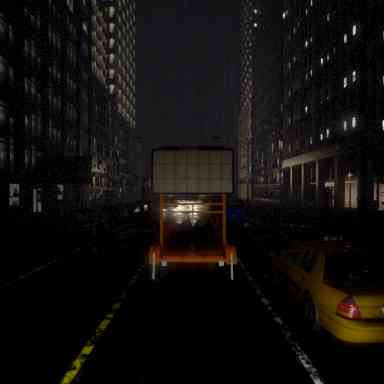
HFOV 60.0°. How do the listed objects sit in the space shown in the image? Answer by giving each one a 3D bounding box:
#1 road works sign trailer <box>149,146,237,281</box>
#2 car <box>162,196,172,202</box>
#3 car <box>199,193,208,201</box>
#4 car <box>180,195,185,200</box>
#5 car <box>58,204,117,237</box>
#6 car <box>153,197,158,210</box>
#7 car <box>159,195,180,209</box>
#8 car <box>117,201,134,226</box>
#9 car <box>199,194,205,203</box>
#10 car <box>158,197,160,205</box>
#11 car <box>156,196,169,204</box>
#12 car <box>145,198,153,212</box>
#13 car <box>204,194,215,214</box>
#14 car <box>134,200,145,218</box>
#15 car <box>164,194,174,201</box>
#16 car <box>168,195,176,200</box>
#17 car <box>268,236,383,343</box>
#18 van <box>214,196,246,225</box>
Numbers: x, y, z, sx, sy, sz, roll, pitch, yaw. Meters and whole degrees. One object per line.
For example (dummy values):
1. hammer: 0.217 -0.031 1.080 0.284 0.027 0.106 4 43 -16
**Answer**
1. road works sign trailer: 0.025 0.462 9.840 2.380 3.560 2.880 0 0 0
2. car: -5.543 1.564 74.651 1.802 1.307 4.206 -1 0 0
3. car: 2.858 1.293 86.002 2.192 1.841 5.009 -1 0 0
4. car: -2.818 1.484 87.848 1.837 1.490 4.892 0 0 0
5. car: -5.661 1.547 17.815 2.008 1.369 4.403 -1 0 0
6. car: -5.614 1.573 40.550 1.802 1.307 4.206 -1 0 0
7. car: -3.000 1.494 45.484 1.837 1.490 4.892 0 0 0
8. car: -5.649 1.560 23.499 1.947 1.339 4.313 -1 0 0
9. car: 2.814 1.536 63.267 2.008 1.369 4.403 -1 0 0
10. car: -5.591 1.539 51.917 2.008 1.369 4.403 -1 0 0
11. car: -5.567 1.536 63.284 2.008 1.369 4.403 -1 0 0
12. car: -5.626 1.543 34.866 2.008 1.369 4.403 -1 0 0
13. car: 2.752 1.307 34.849 2.192 1.841 5.009 -1 0 0
14. car: -5.637 1.538 29.183 1.887 1.381 4.507 -1 0 0
15. car: -5.532 1.420 80.335 1.967 1.590 4.097 -1 0 0
16. car: -5.508 1.502 91.533 1.752 1.417 4.829 -1 0 0
17. car: 2.696 1.524 6.600 1.752 1.417 4.829 -1 0 0
18. van: 2.729 1.336 23.481 1.690 1.788 3.998 -1 0 0
